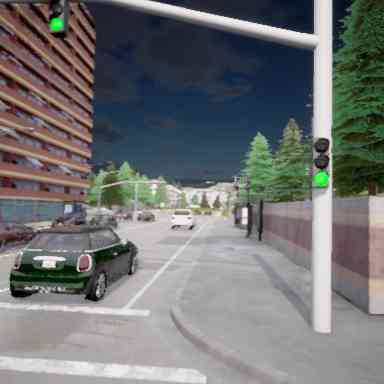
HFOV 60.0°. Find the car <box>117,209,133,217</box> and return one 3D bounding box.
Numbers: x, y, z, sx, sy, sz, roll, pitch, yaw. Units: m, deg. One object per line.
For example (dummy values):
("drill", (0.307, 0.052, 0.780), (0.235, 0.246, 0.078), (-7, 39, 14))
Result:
("car", (-10.205, 3.332, 49.232), (2.097, 1.767, 4.553), (1, -3, 5))

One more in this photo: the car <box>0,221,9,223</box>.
("car", (-9.571, 2.120, 16.450), (1.994, 1.385, 4.181), (1, -3, 5))

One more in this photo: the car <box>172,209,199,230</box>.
("car", (-0.828, 2.890, 35.517), (2.150, 2.045, 5.566), (1, -3, 5))

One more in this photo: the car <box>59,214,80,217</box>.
("car", (-11.759, 2.790, 32.032), (1.994, 1.385, 4.181), (1, -3, 5))

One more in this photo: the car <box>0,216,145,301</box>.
("car", (-3.024, 1.739, 9.564), (2.097, 1.767, 4.553), (1, -3, 5))

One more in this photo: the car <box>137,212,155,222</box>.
("car", (-6.726, 3.638, 48.893), (1.882, 1.535, 5.008), (1, -3, 5))

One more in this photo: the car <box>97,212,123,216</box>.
("car", (-8.334, 2.822, 31.014), (1.994, 1.385, 4.181), (1, -3, 5))
